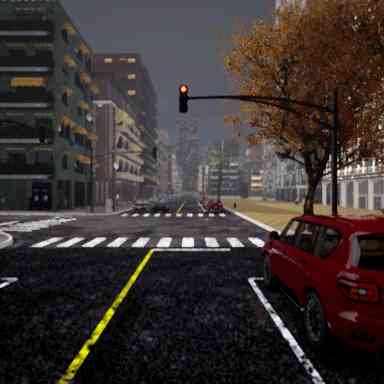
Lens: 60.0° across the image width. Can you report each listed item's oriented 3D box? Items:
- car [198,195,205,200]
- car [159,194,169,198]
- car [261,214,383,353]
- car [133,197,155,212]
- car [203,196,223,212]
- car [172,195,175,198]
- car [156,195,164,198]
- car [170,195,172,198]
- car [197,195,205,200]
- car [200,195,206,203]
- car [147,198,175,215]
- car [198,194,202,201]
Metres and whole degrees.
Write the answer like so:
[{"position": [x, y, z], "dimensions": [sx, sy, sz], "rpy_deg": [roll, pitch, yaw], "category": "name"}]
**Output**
[{"position": [2.525, 1.493, 88.296], "dimensions": [1.887, 1.381, 4.507], "rpy_deg": [0, 0, 0], "category": "car"}, {"position": [-5.802, 1.388, 60.617], "dimensions": [1.967, 1.590, 4.097], "rpy_deg": [0, 0, 0], "category": "car"}, {"position": [2.682, 1.306, 6.113], "dimensions": [2.192, 1.841, 5.009], "rpy_deg": [0, 0, 0], "category": "car"}, {"position": [-5.761, 1.507, 38.486], "dimensions": [2.008, 1.369, 4.403], "rpy_deg": [0, 0, 0], "category": "car"}, {"position": [2.620, 1.501, 38.502], "dimensions": [1.887, 1.381, 4.507], "rpy_deg": [0, 0, 0], "category": "car"}, {"position": [-5.844, 1.386, 82.748], "dimensions": [1.967, 1.590, 4.097], "rpy_deg": [0, 0, 0], "category": "car"}, {"position": [-5.782, 1.501, 49.552], "dimensions": [2.008, 1.369, 4.403], "rpy_deg": [0, 0, 0], "category": "car"}, {"position": [-5.823, 1.528, 71.682], "dimensions": [1.802, 1.307, 4.206], "rpy_deg": [0, 0, 0], "category": "car"}, {"position": [2.515, 1.501, 93.828], "dimensions": [2.008, 1.369, 4.403], "rpy_deg": [0, 0, 0], "category": "car"}, {"position": [2.598, 1.476, 49.737], "dimensions": [1.752, 1.417, 4.829], "rpy_deg": [0, 0, 0], "category": "car"}, {"position": [-3.078, 1.571, 34.115], "dimensions": [1.895, 1.301, 4.718], "rpy_deg": [0, 0, 0], "category": "car"}, {"position": [2.567, 1.529, 66.164], "dimensions": [1.802, 1.307, 4.206], "rpy_deg": [0, 0, 0], "category": "car"}]
